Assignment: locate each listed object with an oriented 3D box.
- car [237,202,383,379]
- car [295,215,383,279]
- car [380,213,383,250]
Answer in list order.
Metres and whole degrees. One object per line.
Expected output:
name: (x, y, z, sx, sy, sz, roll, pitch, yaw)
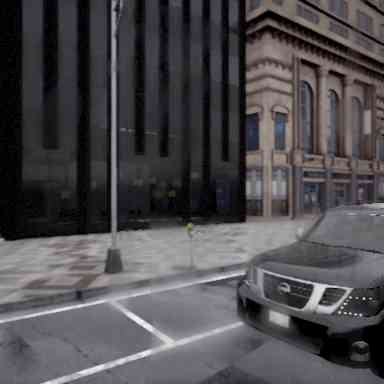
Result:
car: (3.321, 1.226, 5.767, 5.566, 2.045, 2.150, 0, 0, -36)
car: (5.494, 1.553, 10.603, 4.507, 1.381, 1.887, 0, 0, -36)
car: (9.813, 1.533, 13.705, 4.829, 1.417, 1.752, 0, 0, -36)
